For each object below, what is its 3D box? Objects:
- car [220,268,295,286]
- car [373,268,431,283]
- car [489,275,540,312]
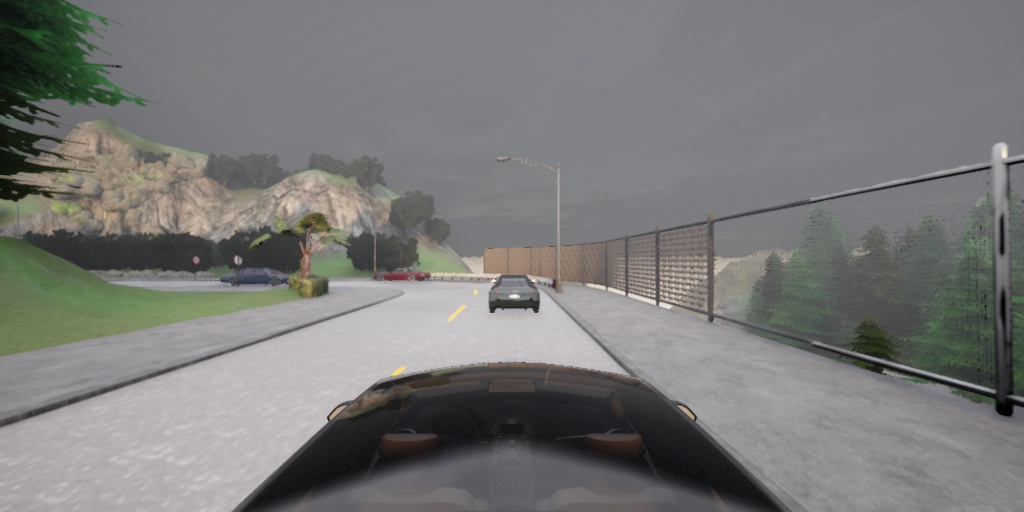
[{"bbox_3d":[-19.168,1.590,27.484,5.357,1.411,2.033,0,-1,0],"label":"car"},{"bbox_3d":[-9.758,1.693,31.701,4.718,1.301,1.895,0,-1,10],"label":"car"},{"bbox_3d":[0.069,1.465,15.040,1.994,1.385,4.181,0,-1,-1],"label":"car"}]
